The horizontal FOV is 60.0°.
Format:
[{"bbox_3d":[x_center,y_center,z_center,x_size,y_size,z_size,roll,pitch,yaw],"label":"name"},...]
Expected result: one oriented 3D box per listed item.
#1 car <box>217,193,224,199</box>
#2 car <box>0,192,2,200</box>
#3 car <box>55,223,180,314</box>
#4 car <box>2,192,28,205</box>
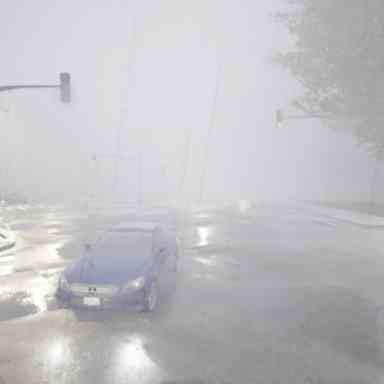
[{"bbox_3d":[7.230,1.002,84.200,1.895,1.301,4.718,-1,0,6],"label":"car"},{"bbox_3d":[-30.386,0.667,52.023,1.994,1.385,4.181,-2,2,-39],"label":"car"},{"bbox_3d":[-1.459,1.558,8.147,1.812,1.442,4.674,1,3,8],"label":"car"},{"bbox_3d":[-21.895,0.765,41.386,1.837,1.490,4.892,-2,2,-38],"label":"car"}]
